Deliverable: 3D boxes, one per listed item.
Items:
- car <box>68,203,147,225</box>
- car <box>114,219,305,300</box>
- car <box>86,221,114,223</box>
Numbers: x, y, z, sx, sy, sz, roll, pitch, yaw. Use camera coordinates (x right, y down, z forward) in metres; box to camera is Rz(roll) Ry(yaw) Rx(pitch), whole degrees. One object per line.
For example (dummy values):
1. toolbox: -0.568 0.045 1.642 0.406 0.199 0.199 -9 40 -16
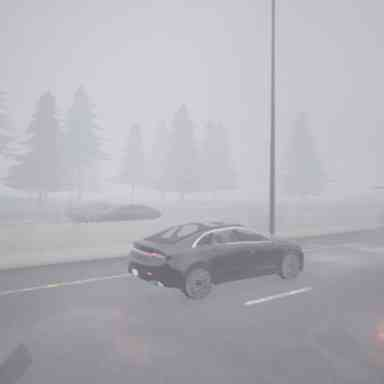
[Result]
1. car: -6.278 1.572 24.900 5.357 1.411 2.033 0 0 -33
2. car: 0.804 1.505 8.413 4.902 1.511 2.128 0 0 -34
3. car: -4.386 1.501 21.956 4.892 1.490 1.837 0 0 -33
